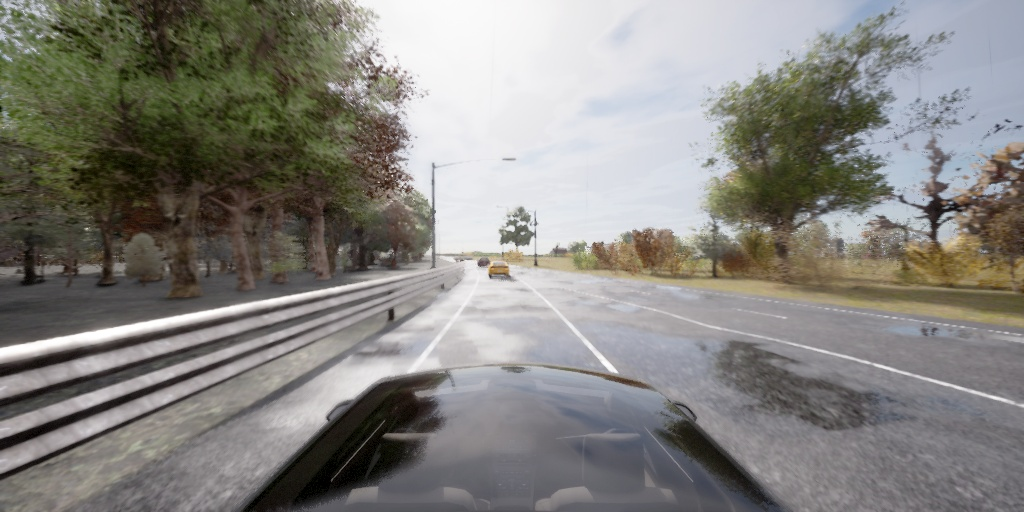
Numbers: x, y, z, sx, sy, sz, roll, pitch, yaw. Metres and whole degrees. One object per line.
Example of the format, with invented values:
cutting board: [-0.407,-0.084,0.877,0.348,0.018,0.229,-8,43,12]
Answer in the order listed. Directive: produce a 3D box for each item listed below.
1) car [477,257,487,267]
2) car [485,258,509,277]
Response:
car: [-5.043,1.001,63.087,2.097,1.767,4.553,0,0,-10]
car: [-1.360,1.215,35.098,1.882,1.535,5.008,0,0,-6]
